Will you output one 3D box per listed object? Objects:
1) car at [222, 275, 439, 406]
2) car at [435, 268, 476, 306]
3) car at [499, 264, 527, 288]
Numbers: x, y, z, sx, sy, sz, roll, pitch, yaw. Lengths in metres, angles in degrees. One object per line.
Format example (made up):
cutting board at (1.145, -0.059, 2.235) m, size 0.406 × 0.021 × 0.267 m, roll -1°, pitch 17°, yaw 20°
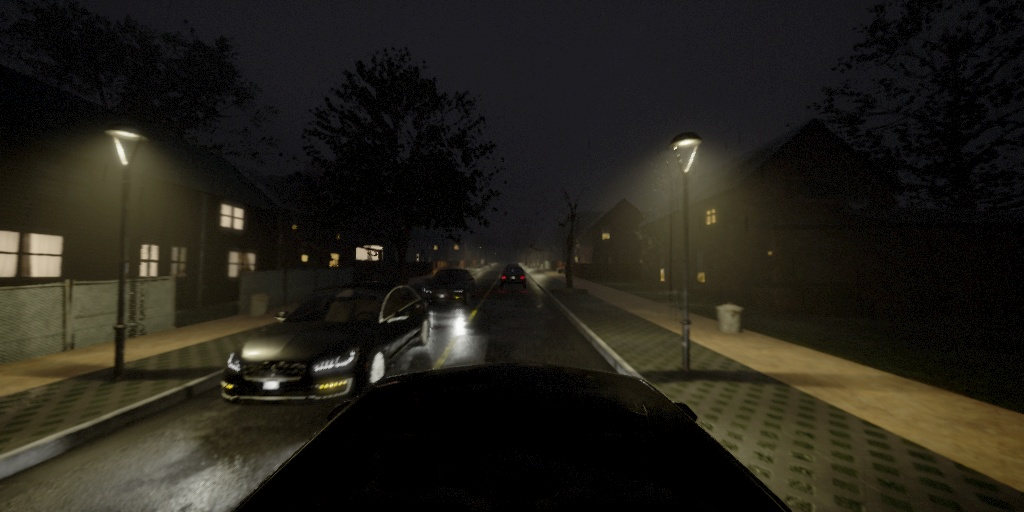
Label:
car at (-2.841, 1.283, 6.665) m, size 1.837 × 1.490 × 4.892 m, roll 0°, pitch 0°, yaw 0°
car at (-2.740, 1.341, 16.458) m, size 1.837 × 1.490 × 4.892 m, roll 0°, pitch 0°, yaw 0°
car at (0.089, 1.433, 25.258) m, size 2.033 × 1.411 × 5.357 m, roll 0°, pitch 0°, yaw 0°
